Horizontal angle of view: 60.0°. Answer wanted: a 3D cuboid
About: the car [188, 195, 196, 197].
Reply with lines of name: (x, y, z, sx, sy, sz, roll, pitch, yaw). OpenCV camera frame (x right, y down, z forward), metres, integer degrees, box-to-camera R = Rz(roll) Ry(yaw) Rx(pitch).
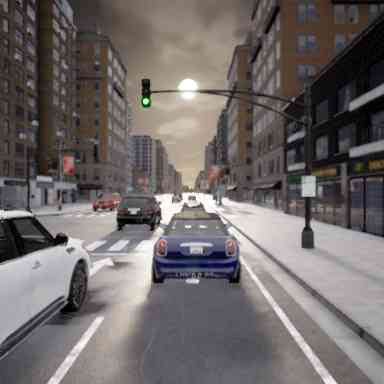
car: (0.016, 1.385, 68.372, 1.812, 1.442, 4.674, 0, 0, 0)

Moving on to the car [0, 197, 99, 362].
car: (-3.151, 1.212, 4.447, 2.150, 2.045, 5.566, 0, 0, 0)

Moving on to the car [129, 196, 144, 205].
car: (-9.743, 1.478, 58.529, 1.895, 1.301, 4.718, 0, 0, 0)

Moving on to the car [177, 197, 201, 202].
car: (0.106, 1.428, 27.722, 2.128, 1.511, 4.902, 0, 0, 0)

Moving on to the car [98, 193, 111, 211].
car: (-9.804, 1.136, 38.803, 2.150, 2.045, 5.566, 0, 0, 2)

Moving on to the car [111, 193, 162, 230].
car: (-3.145, 1.175, 20.615, 2.150, 2.045, 5.566, 0, 0, 0)

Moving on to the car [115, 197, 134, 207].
car: (-9.813, 1.421, 48.538, 1.812, 1.442, 4.674, 0, 0, 0)

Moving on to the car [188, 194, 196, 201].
car: (0.017, 1.283, 78.380, 1.994, 1.385, 4.181, 0, 0, 0)

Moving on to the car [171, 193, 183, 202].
car: (-3.234, 1.408, 67.959, 2.033, 1.411, 5.357, 0, 0, 0)

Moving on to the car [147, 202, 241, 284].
car: (0.101, 1.328, 9.647, 2.097, 1.767, 4.553, 0, 0, 0)
